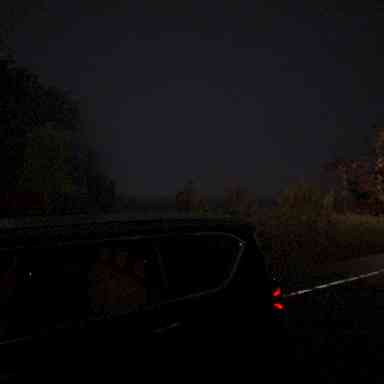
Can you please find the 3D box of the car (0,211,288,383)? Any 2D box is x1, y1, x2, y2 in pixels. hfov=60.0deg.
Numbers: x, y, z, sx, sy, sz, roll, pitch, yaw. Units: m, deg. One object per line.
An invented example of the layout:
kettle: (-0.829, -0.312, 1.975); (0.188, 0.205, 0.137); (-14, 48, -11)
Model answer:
car: (-1.617, 1.232, 2.700); (5.566, 2.045, 2.150); (1, -1, -35)
